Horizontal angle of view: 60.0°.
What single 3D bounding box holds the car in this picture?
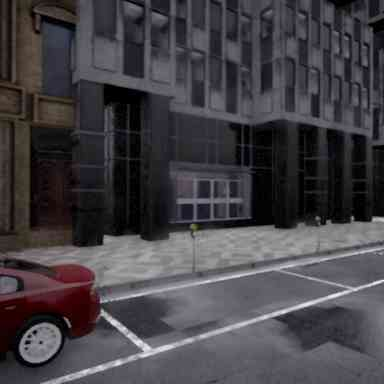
[{"bbox_3d":[-3.460,1.541,4.184,4.507,1.381,1.887,0,0,-36],"label":"car"}]
